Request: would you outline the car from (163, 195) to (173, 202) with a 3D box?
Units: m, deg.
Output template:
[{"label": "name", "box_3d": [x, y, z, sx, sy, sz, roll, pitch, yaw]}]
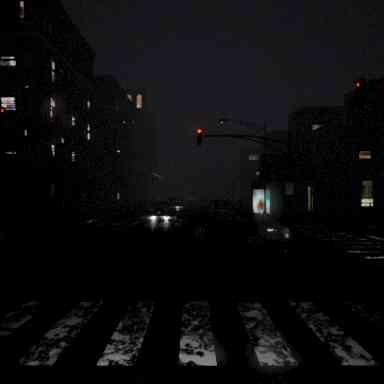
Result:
[{"label": "car", "box_3d": [-5.632, 1.497, 77.371, 1.967, 1.590, 4.097, 0, 0, 0]}]

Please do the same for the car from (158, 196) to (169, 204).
[{"label": "car", "box_3d": [-5.641, 1.565, 65.808, 1.752, 1.417, 4.829, 0, 0, 0]}]

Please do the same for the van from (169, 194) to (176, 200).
[{"label": "van", "box_3d": [-5.618, 1.430, 94.461, 1.690, 1.788, 3.998, -1, 0, 0]}]

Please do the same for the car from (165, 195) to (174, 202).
[{"label": "car", "box_3d": [-5.627, 1.592, 82.897, 1.752, 1.417, 4.829, -1, 0, 0]}]

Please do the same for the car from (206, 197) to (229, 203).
[{"label": "car", "box_3d": [2.711, 1.446, 31.803, 1.967, 1.590, 4.097, 0, 0, 0]}]

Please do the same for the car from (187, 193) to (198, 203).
[{"label": "car", "box_3d": [0.145, 1.268, 70.516, 2.150, 2.045, 5.566, 0, 0, 0]}]

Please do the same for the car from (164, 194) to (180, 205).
[{"label": "car", "box_3d": [-3.035, 1.503, 54.375, 1.882, 1.535, 5.008, 0, 0, 0]}]

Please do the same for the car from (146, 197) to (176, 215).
[{"label": "car", "box_3d": [-3.072, 1.554, 33.689, 2.033, 1.411, 5.357, 0, 0, 0]}]

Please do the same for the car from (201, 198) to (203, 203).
[{"label": "car", "box_3d": [2.726, 1.571, 48.894, 2.008, 1.369, 4.403, 0, 0, 0]}]

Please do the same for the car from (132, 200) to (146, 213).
[{"label": "car", "box_3d": [-5.664, 1.561, 37.495, 2.008, 1.369, 4.403, 0, 0, 0]}]

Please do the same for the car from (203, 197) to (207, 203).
[{"label": "car", "box_3d": [2.721, 1.597, 43.197, 1.802, 1.307, 4.206, 0, 0, 0]}]

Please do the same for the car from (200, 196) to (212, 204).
[{"label": "car", "box_3d": [2.740, 1.591, 65.983, 2.008, 1.369, 4.403, -1, 0, 0]}]

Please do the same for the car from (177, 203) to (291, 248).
[{"label": "car", "box_3d": [1.966, 1.491, 15.098, 4.902, 1.511, 2.128, 1, 1, 40]}]
